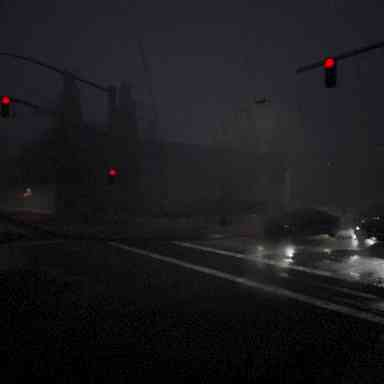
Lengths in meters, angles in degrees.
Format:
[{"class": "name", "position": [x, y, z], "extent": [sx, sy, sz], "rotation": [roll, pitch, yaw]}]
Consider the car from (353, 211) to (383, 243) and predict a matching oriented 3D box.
[{"class": "car", "position": [9.764, 1.760, 16.091], "extent": [4.718, 1.301, 1.895], "rotation": [1, 0, -38]}]

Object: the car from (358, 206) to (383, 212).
[{"class": "car", "position": [13.121, 1.718, 23.442], "extent": [4.902, 1.511, 2.128], "rotation": [1, 0, -41]}]

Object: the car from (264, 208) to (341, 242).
[{"class": "car", "position": [5.870, 1.624, 17.499], "extent": [5.008, 1.535, 1.882], "rotation": [1, 0, -38]}]
